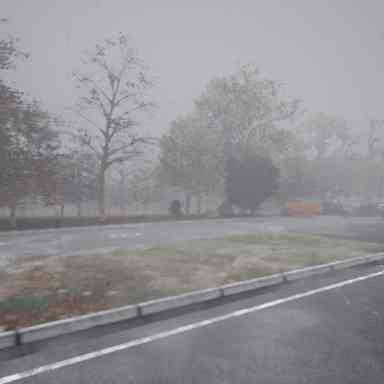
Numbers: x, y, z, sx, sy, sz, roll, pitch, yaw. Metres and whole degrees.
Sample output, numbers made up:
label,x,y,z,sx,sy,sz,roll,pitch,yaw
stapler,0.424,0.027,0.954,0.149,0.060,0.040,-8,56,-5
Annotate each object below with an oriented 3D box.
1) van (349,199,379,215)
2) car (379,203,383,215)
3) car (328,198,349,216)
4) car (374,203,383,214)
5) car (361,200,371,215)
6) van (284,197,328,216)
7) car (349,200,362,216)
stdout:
label,x,y,z,sx,sy,sz,roll,pitch,yaw
van,21.498,1.953,43.809,1.878,1.987,4.442,2,-1,-35
car,23.835,2.145,45.293,2.185,1.767,4.553,2,-1,-35
car,14.789,1.660,38.918,2.435,2.045,5.566,2,-1,-35
car,30.582,2.546,50.133,2.231,1.521,4.892,2,-1,-35
car,19.308,2.088,42.097,2.231,1.521,4.892,2,-1,-35
van,12.382,1.607,37.313,1.878,1.987,4.442,2,-1,-35
car,17.159,1.994,40.346,1.946,1.575,5.366,2,-1,-35
